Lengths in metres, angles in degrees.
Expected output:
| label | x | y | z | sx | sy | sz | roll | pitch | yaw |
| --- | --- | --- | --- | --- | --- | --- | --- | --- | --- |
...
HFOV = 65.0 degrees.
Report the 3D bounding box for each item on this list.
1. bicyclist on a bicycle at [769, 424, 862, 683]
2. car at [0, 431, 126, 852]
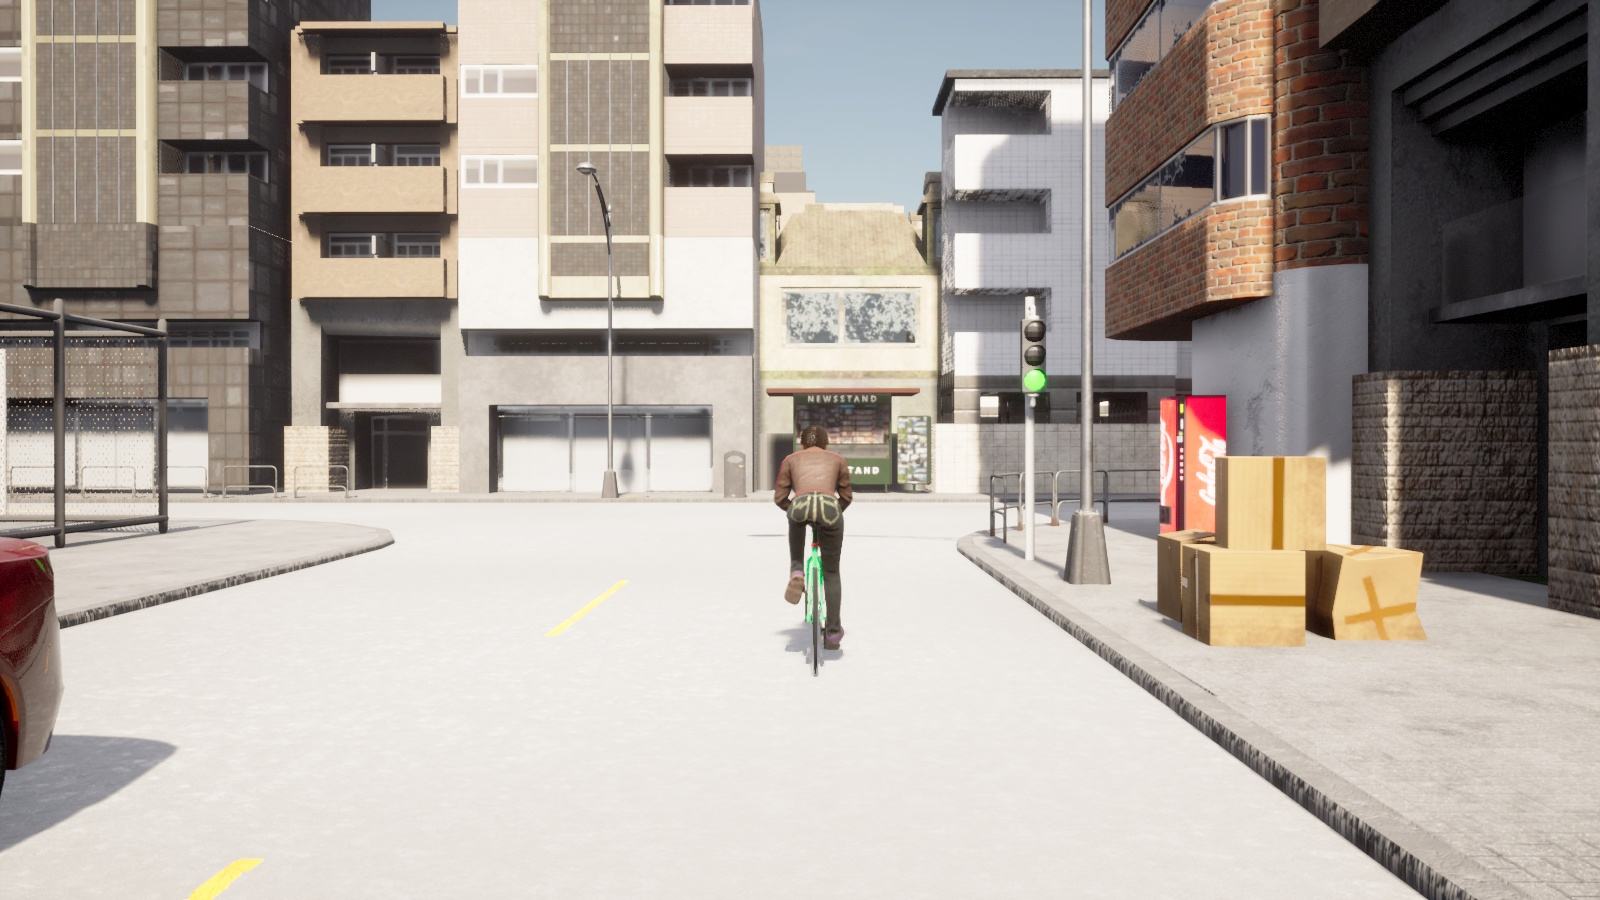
| label | x | y | z | sx | sy | sz | roll | pitch | yaw |
| --- | --- | --- | --- | --- | --- | --- | --- | --- | --- |
| bicyclist on a bicycle | 0.102 | 0.653 | 8.700 | 0.582 | 1.620 | 1.656 | 0 | 0 | 0 |
| car | -3.923 | 0.705 | 2.901 | 1.882 | 1.535 | 5.008 | 0 | 0 | 2 |
